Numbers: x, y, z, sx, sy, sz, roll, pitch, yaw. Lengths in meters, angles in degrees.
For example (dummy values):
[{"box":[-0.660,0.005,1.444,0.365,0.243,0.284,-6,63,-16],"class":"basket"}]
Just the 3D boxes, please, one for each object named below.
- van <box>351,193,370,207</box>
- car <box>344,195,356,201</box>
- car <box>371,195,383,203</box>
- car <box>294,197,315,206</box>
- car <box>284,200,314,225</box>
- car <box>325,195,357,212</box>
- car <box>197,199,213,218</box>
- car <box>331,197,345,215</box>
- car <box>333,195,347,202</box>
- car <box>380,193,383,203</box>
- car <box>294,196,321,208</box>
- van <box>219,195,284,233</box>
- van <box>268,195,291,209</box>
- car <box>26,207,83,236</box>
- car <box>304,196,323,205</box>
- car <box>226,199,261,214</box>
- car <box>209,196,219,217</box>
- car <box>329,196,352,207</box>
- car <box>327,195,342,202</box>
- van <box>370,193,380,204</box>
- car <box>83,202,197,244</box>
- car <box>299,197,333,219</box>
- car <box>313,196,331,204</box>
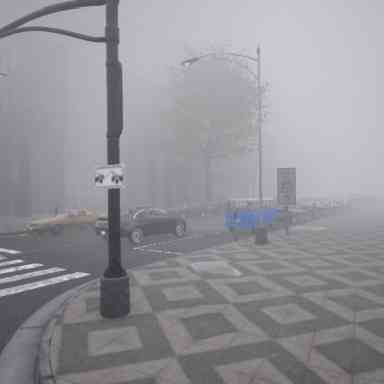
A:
[{"box":[22.358,1.128,44.749,1.690,1.788,3.998,-1,0,36],"class":"van"},{"box":[39.520,1.402,83.185,2.008,1.369,4.403,-1,-1,36],"class":"car"},{"box":[35.009,1.305,62.323,1.947,1.339,4.313,-1,-1,36],"class":"car"},{"box":[18.034,1.493,53.328,1.947,1.339,4.313,-1,0,36],"class":"car"},{"box":[6.551,1.422,22.779,1.947,1.339,4.313,-1,0,36],"class":"car"},{"box":[16.037,1.364,35.961,2.008,1.369,4.403,-1,0,36],"class":"car"},{"box":[-0.502,1.552,27.571,1.887,1.381,4.507,-1,0,36],"class":"car"},{"box":[12.876,1.409,31.567,1.802,1.307,4.206,-1,0,36],"class":"car"},{"box":[33.160,1.417,74.346,1.887,1.381,4.507,-1,-1,36],"class":"car"},{"box":[31.946,1.275,58.068,1.752,1.417,4.829,-1,-1,36],"class":"car"},{"box":[15.957,1.387,45.718,2.128,1.511,4.902,-1,-1,36],"class":"car"},{"box":[3.387,1.213,18.387,1.690,1.788,3.998,-1,0,36],"class":"van"},{"box":[11.853,1.293,44.744,1.690,1.788,3.998,-1,0,36],"class":"van"},{"box":[-6.786,1.564,18.849,1.752,1.417,4.829,-1,0,36],"class":"car"},{"box":[21.024,1.440,57.484,1.752,1.417,4.829,-1,-1,36],"class":"car"},{"box":[5.677,1.529,36.157,2.008,1.369,4.403,-1,0,36],"class":"car"},{"box":[2.585,1.307,31.866,2.192,1.841,5.009,-1,0,36],"class":"car"},{"box":[21.799,1.376,48.698,2.033,1.411,5.357,-1,-1,36],"class":"car"},{"box":[29.980,1.433,69.927,2.008,1.369,4.403,-1,-1,36],"class":"car"},{"box":[28.682,1.103,53.538,1.690,1.788,3.998,-1,-1,36],"class":"van"},{"box":[-2.170,1.429,15.395,2.128,1.511,4.902,-1,-1,36],"class":"car"},{"box":[9.713,1.386,27.173,1.887,1.381,4.507,-1,0,36],"class":"car"},{"box":[24.213,1.454,61.914,2.008,1.369,4.403,-1,-1,36],"class":"car"}]
